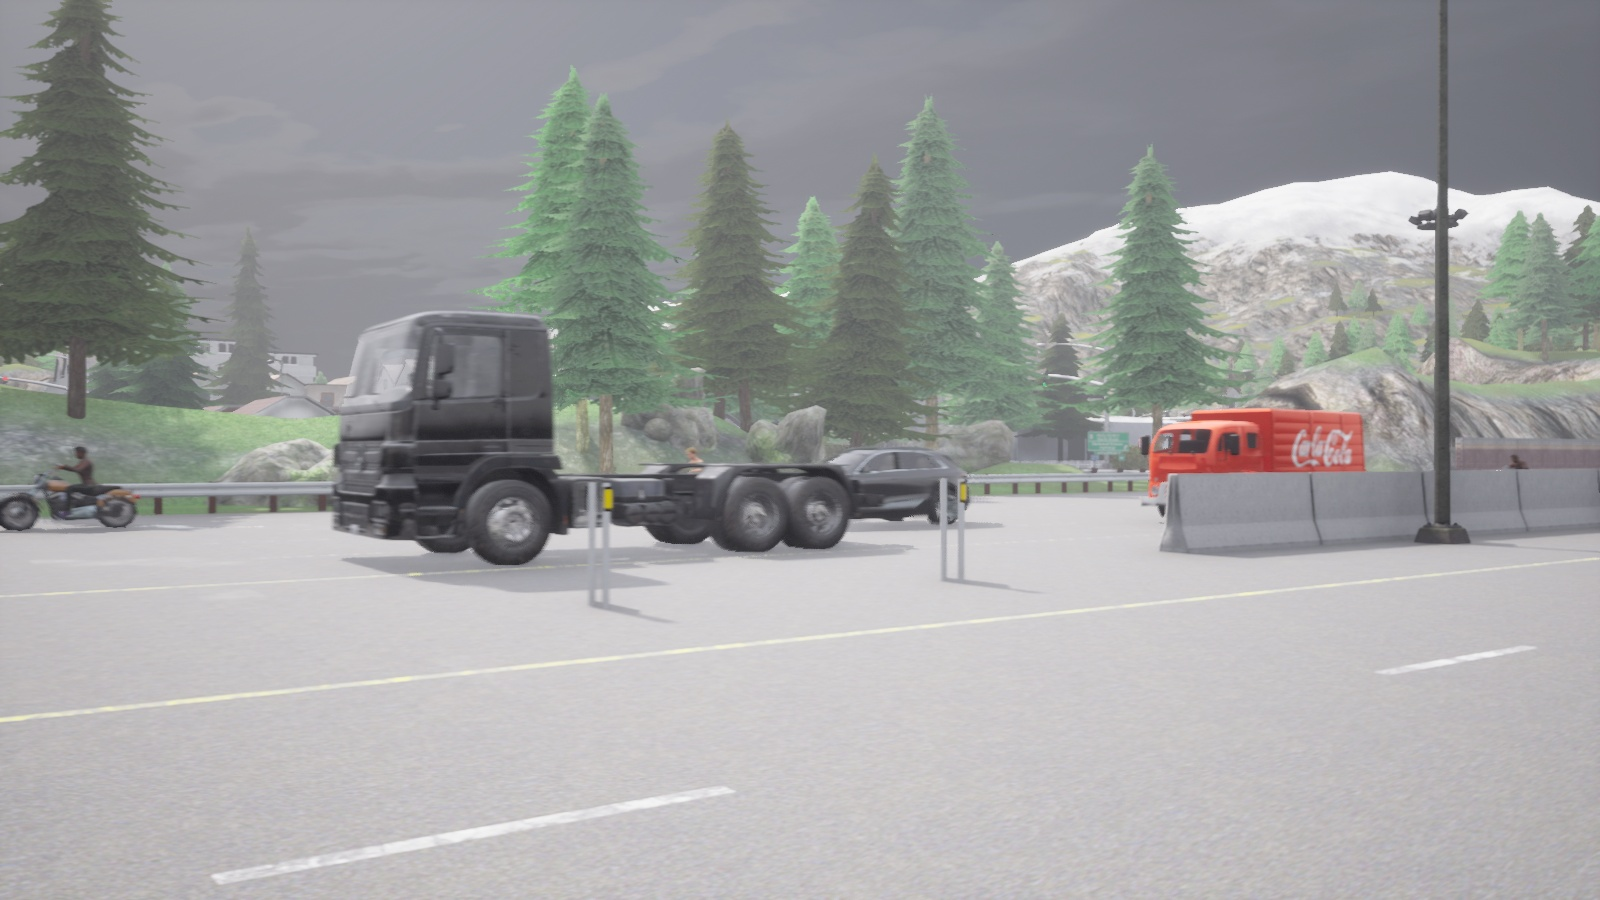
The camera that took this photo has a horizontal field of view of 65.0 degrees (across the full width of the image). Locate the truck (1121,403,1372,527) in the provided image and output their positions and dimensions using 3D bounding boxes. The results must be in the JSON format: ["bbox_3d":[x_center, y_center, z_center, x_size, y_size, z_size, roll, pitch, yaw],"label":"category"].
[{"bbox_3d":[9.841,0.310,27.569,5.204,2.467,2.627,0,0,-35],"label":"truck"}]

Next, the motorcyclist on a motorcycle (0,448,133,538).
[{"bbox_3d":[-14.007,0.783,23.761,2.350,1.649,0.766,0,0,-35],"label":"motorcyclist on a motorcycle"}]

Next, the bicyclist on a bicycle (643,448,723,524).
[{"bbox_3d":[-2.557,0.757,27.461,1.509,1.612,0.866,0,0,-35],"label":"bicyclist on a bicycle"}]

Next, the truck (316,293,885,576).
[{"bbox_3d":[-2.744,-0.184,18.810,7.936,3.462,2.891,0,0,-35],"label":"truck"}]

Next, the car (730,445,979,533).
[{"bbox_3d":[1.169,0.738,25.795,4.856,1.649,2.033,0,0,-35],"label":"car"}]
